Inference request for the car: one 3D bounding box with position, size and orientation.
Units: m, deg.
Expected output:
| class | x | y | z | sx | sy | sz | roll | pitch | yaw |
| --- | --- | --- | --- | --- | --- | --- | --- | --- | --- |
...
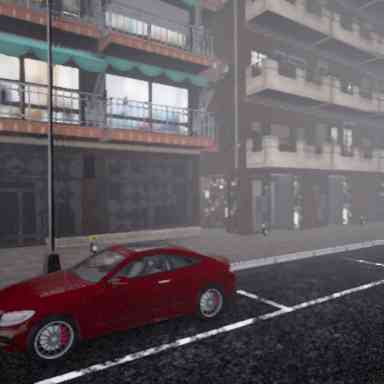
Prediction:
| class | x | y | z | sx | sy | sz | roll | pitch | yaw |
| --- | --- | --- | --- | --- | --- | --- | --- | --- | --- |
| car | -1.078 | 1.570 | 5.738 | 4.206 | 1.307 | 1.802 | 0 | -1 | -35 |
